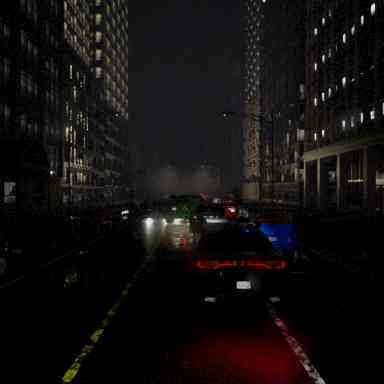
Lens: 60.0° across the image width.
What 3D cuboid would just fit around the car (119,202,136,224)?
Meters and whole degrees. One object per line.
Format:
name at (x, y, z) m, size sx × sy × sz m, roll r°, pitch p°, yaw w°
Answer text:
car at (-5.679, 1.545, 24.325) m, size 2.008 × 1.369 × 4.403 m, roll -1°, pitch 0°, yaw 0°

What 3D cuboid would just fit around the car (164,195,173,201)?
car at (-5.630, 1.504, 80.992) m, size 1.752 × 1.417 × 4.829 m, roll -1°, pitch 0°, yaw 0°

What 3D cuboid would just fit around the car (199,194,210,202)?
car at (2.743, 1.296, 75.471) m, size 2.192 × 1.841 × 5.009 m, roll -1°, pitch 0°, yaw 0°

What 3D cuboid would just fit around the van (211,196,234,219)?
van at (2.705, 1.334, 30.002) m, size 1.690 × 1.788 × 3.998 m, roll -1°, pitch 0°, yaw 0°

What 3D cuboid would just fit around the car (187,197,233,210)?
car at (0.913, 1.347, 18.269) m, size 2.097 × 1.767 × 4.553 m, roll 0°, pitch 0°, yaw 0°

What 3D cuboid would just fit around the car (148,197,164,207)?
car at (-5.654, 1.538, 52.743) m, size 2.008 × 1.369 × 4.403 m, roll -1°, pitch 0°, yaw 0°

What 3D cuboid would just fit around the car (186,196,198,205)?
car at (0.049, 1.477, 59.310) m, size 2.128 × 1.511 × 4.902 m, roll 0°, pitch 0°, yaw 0°

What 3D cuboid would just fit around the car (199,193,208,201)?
car at (2.748, 1.294, 81.155) m, size 2.192 × 1.841 × 5.009 m, roll -1°, pitch 0°, yaw 0°

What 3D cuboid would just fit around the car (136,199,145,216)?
car at (-5.673, 1.575, 30.009) m, size 1.802 × 1.307 × 4.206 m, roll -1°, pitch 0°, yaw 0°

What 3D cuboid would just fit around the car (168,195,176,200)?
car at (-5.621, 1.540, 92.529) m, size 1.947 × 1.339 × 4.313 m, roll -1°, pitch 0°, yaw 0°

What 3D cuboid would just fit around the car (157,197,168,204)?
car at (-5.645, 1.566, 64.111) m, size 1.802 × 1.307 × 4.206 m, roll -1°, pitch 0°, yaw 0°

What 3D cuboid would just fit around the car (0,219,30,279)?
car at (-5.693, 1.549, 7.274) m, size 2.008 × 1.369 × 4.403 m, roll -1°, pitch 0°, yaw 0°

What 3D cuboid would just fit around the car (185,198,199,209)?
car at (0.055, 1.590, 46.021) m, size 1.895 × 1.301 × 4.718 m, roll 0°, pitch 0°, yaw 1°

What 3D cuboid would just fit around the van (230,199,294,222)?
van at (2.691, 1.338, 12.951) m, size 1.690 × 1.788 × 3.998 m, roll -1°, pitch 0°, yaw 0°

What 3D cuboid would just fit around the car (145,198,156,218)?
car at (-2.974, 1.519, 30.620) m, size 1.812 × 1.442 × 4.674 m, roll 0°, pitch 0°, yaw 0°

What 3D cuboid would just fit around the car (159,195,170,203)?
car at (-5.641, 1.422, 69.794) m, size 1.967 × 1.590 × 4.097 m, roll -1°, pitch 0°, yaw 0°

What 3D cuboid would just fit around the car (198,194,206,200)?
car at (2.759, 1.414, 92.522) m, size 1.967 × 1.590 × 4.097 m, roll -1°, pitch 0°, yaw 0°

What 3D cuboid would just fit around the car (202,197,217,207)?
car at (2.726, 1.538, 52.736) m, size 2.008 × 1.369 × 4.403 m, roll -1°, pitch 0°, yaw 0°

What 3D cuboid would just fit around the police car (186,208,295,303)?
police car at (0.906, 1.423, 8.409) m, size 1.930 × 1.638 × 5.238 m, roll 0°, pitch 0°, yaw 0°

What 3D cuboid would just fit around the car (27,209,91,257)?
car at (-5.688, 1.563, 12.958) m, size 1.947 × 1.339 × 4.313 m, roll -1°, pitch 0°, yaw 0°

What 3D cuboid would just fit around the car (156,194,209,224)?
car at (-0.123, 1.214, 24.684) m, size 2.150 × 2.045 × 5.566 m, roll -1°, pitch 0°, yaw 24°

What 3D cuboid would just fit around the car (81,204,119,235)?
car at (-5.683, 1.540, 18.642) m, size 1.887 × 1.381 × 4.507 m, roll -1°, pitch 0°, yaw 0°
